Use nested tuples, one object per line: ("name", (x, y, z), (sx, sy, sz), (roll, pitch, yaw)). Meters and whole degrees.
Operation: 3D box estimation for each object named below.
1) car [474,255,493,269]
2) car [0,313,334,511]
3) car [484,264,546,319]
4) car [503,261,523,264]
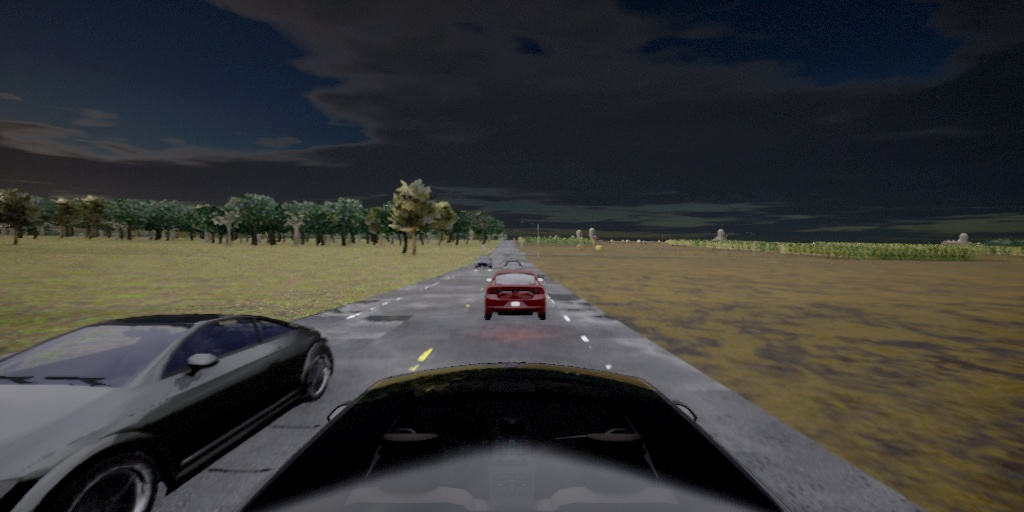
("car", (-3.586, 0.692, 45.603), (2.097, 1.767, 4.553), (0, 1, 0))
("car", (-3.601, 1.312, 3.569), (1.994, 1.385, 4.181), (0, 0, 0))
("car", (0.100, 1.214, 12.712), (1.882, 1.535, 5.008), (0, 0, 0))
("car", (0.097, 1.128, 33.531), (1.994, 1.385, 4.181), (0, 1, 0))
